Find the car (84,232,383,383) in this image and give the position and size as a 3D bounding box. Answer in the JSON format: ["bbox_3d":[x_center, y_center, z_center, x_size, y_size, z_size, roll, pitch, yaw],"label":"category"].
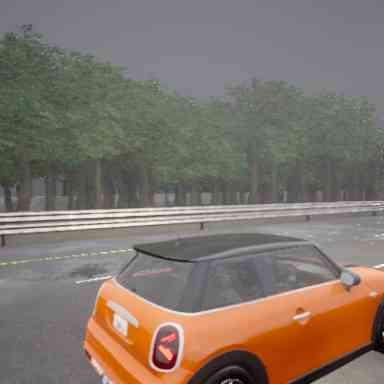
[{"bbox_3d":[1.009,1.352,4.588,4.553,1.767,2.097,0,0,-36],"label":"car"}]
